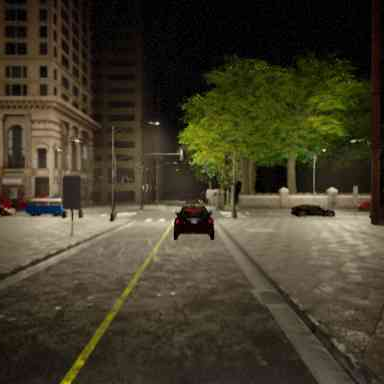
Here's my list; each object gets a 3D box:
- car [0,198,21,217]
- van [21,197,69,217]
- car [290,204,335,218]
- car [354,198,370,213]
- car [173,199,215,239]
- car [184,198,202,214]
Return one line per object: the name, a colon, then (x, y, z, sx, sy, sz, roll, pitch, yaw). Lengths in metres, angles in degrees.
car: (-20.016, 1.717, 33.585, 4.097, 1.590, 1.967, 0, 0, 0)
van: (-14.575, 1.625, 33.556, 3.998, 1.788, 1.690, 0, 0, 0)
car: (12.082, 1.899, 33.420, 4.313, 1.339, 1.947, 0, 0, 0)
car: (23.163, 1.605, 41.886, 5.009, 1.841, 2.192, 0, 0, 0)
car: (0.101, 1.482, 18.360, 2.097, 1.767, 4.553, 0, -1, 0)
car: (0.105, 1.640, 39.547, 2.097, 1.767, 4.553, 0, -1, 0)
